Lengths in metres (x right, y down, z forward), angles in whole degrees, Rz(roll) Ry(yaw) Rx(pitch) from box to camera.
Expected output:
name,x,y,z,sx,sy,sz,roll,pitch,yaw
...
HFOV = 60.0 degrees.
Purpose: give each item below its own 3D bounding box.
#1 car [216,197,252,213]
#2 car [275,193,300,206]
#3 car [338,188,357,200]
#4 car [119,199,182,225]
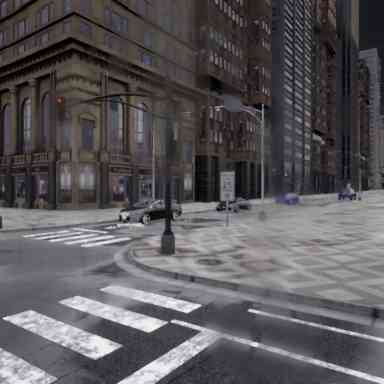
name,x,y,z,sx,sy,sz,roll,pitch,yaw
car,3.942,1.157,31.082,1.994,1.385,4.181,0,1,36
car,12.351,0.879,42.796,1.882,1.535,5.008,0,1,36
car,27.031,0.361,57.856,2.150,2.045,5.566,0,1,36
car,-2.629,1.236,21.901,2.128,1.511,4.902,0,1,36
